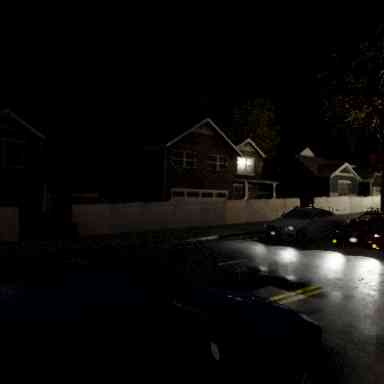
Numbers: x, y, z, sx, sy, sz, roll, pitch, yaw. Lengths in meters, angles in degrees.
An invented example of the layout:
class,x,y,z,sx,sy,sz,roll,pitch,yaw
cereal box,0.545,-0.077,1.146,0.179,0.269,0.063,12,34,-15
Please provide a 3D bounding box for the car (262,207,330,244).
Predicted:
class,x,y,z,sx,sy,sz,roll,pitch,yaw
car,5.321,1.454,15.465,4.674,1.442,1.812,-1,0,-35

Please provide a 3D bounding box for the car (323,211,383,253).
class,x,y,z,sx,sy,sz,roll,pitch,yaw
car,7.306,1.491,12.887,4.181,1.385,1.994,0,0,-35

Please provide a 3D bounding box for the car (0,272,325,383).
class,x,y,z,sx,sy,sz,roll,pitch,yaw
car,-0.900,1.474,2.795,5.008,1.535,1.882,0,0,-36
